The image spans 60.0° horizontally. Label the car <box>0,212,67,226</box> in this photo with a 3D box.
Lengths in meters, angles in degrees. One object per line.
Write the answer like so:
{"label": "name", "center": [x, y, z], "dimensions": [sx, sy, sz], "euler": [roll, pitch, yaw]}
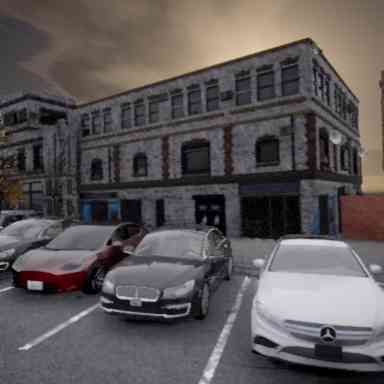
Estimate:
{"label": "car", "center": [-5.034, 1.603, 11.044], "dimensions": [2.231, 1.521, 4.892], "euler": [0, -1, 16]}

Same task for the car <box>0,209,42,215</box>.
{"label": "car", "center": [-7.415, 1.511, 12.772], "dimensions": [2.185, 1.767, 4.553], "euler": [0, -1, 15]}

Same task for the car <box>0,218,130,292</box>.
{"label": "car", "center": [-2.654, 1.598, 9.307], "dimensions": [2.163, 1.488, 4.792], "euler": [0, -1, 15]}

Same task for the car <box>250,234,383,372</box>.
{"label": "car", "center": [2.133, 1.544, 5.933], "dimensions": [2.002, 1.452, 4.674], "euler": [0, -1, 15]}

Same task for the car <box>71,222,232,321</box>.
{"label": "car", "center": [-0.249, 1.538, 7.640], "dimensions": [2.231, 1.521, 4.892], "euler": [0, -1, 15]}
